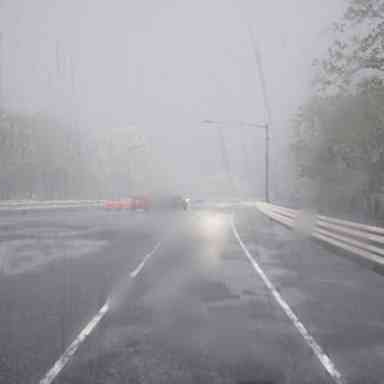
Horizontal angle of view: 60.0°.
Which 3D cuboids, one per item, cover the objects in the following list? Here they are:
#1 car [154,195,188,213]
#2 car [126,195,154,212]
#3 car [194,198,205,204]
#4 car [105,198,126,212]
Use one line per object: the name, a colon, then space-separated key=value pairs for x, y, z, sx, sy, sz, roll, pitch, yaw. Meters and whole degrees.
car: x=-2.189 y=1.391 z=39.652 sx=2.150 sy=2.045 sz=5.566 roll=0 pitch=-1 yaw=15
car: x=-5.570 y=1.366 z=40.627 sx=2.150 sy=2.045 sz=5.566 roll=0 pitch=-1 yaw=15
car: x=1.892 y=2.191 z=81.809 sx=1.882 sy=1.535 sz=5.008 roll=0 pitch=-1 yaw=15
car: x=-8.962 y=1.485 z=41.493 sx=2.097 sy=1.767 sz=4.553 roll=0 pitch=-1 yaw=15
